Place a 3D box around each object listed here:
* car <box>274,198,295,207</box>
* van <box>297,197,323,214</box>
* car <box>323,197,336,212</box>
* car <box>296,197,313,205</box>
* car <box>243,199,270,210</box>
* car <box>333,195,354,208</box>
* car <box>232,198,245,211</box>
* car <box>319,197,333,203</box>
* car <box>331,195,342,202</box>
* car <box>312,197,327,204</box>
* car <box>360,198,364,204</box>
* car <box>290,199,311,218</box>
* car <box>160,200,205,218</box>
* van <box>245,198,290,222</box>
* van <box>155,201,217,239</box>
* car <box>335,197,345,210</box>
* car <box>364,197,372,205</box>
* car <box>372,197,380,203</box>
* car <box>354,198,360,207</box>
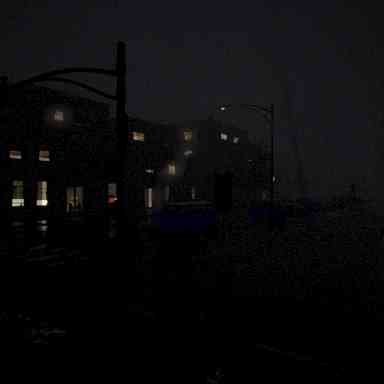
[{"bbox_3d":[15.119,1.665,54.173,1.887,1.381,4.507,0,0,35],"label":"car"},{"bbox_3d":[12.480,1.469,35.781,1.690,1.788,3.998,0,0,35],"label":"van"},{"bbox_3d":[15.742,1.671,40.446,1.752,1.417,4.829,0,0,35],"label":"car"},{"bbox_3d":[21.450,1.705,63.222,1.887,1.381,4.507,0,0,35],"label":"car"},{"bbox_3d":[8.788,1.629,45.125,1.887,1.381,4.507,0,0,35],"label":"car"},{"bbox_3d":[21.977,1.497,49.355,2.192,1.841,5.009,0,0,35],"label":"car"},{"bbox_3d":[5.624,1.506,40.601,1.967,1.590,4.097,0,0,35],"label":"car"},{"bbox_3d":[30.945,1.792,76.795,1.947,1.339,4.313,0,0,35],"label":"car"},{"bbox_3d":[37.276,1.712,85.844,1.967,1.590,4.097,0,0,35],"label":"car"},{"bbox_3d":[27.682,1.728,72.131,1.752,1.417,4.829,0,0,35],"label":"car"},{"bbox_3d":[28.404,1.748,58.543,1.752,1.417,4.829,0,0,35],"label":"car"},{"bbox_3d":[9.313,1.655,31.256,1.887,1.381,4.507,0,0,35],"label":"car"},{"bbox_3d":[-0.805,1.558,31.412,1.752,1.417,4.829,0,0,35],"label":"car"},{"bbox_3d":[6.149,1.436,26.733,1.690,1.788,3.998,0,0,35],"label":"van"},{"bbox_3d":[-0.181,1.407,17.684,1.690,1.788,3.998,0,0,35],"label":"van"},{"bbox_3d":[18.809,1.729,44.830,1.947,1.339,4.313,0,0,35],"label":"car"},{"bbox_3d":[34.637,1.810,67.452,1.887,1.381,4.507,0,0,35],"label":"car"},{"bbox_3d":[44.133,1.899,81.026,1.947,1.339,4.313,0,0,35],"label":"car"},{"bbox_3d":[25.142,1.516,53.880,2.192,1.841,5.009,0,0,35],"label":"car"}]
